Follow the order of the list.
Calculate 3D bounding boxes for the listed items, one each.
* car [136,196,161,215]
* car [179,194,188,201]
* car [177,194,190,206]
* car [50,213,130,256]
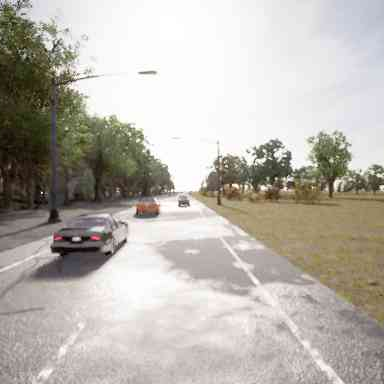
[{"bbox_3d":[-4.254,1.256,32.996,2.097,1.767,4.553,-1,0,-2],"label":"car"},{"bbox_3d":[-1.937,1.227,73.278,1.837,1.490,4.892,-1,0,-2],"label":"car"},{"bbox_3d":[-1.233,1.355,50.829,2.033,1.411,5.357,-1,0,-2],"label":"car"},{"bbox_3d":[-3.714,1.527,13.020,2.033,1.411,5.357,-1,0,-2],"label":"car"}]
